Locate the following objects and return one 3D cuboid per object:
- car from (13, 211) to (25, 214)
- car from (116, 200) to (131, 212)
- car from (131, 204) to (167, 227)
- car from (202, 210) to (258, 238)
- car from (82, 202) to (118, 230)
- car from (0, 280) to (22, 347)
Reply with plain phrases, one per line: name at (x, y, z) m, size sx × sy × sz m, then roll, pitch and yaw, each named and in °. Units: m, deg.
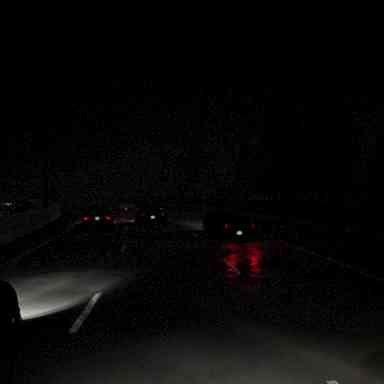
car at (-18.269, 1.566, 36.042) m, size 1.882 × 1.535 × 5.008 m, roll 0°, pitch 0°, yaw -23°
car at (-8.347, 1.666, 39.955) m, size 1.895 × 1.301 × 4.718 m, roll 0°, pitch 0°, yaw -22°
car at (-2.984, 1.597, 23.511) m, size 1.994 × 1.385 × 4.181 m, roll 0°, pitch 0°, yaw -13°
car at (1.835, 1.614, 17.710) m, size 1.895 × 1.301 × 4.718 m, roll 0°, pitch 0°, yaw -10°
car at (-6.052, 1.587, 21.670) m, size 2.033 × 1.411 × 5.357 m, roll 0°, pitch 0°, yaw -13°
car at (-3.666, 1.578, 3.633) m, size 1.994 × 1.385 × 4.181 m, roll 0°, pitch 0°, yaw -3°
